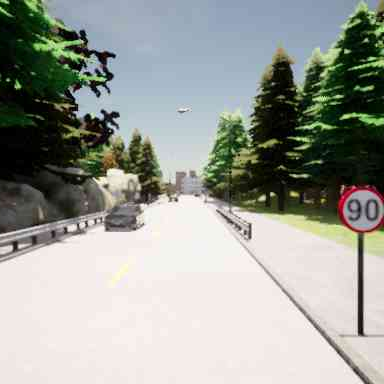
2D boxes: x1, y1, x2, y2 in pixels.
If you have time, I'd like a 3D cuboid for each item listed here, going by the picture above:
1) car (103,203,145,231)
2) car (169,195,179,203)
[{"bbox_3d":[-4.052,1.468,20.528,1.837,1.490,4.892,0,0,0],"label":"car"},{"bbox_3d":[-3.646,1.380,66.673,2.128,1.511,4.902,1,-1,0],"label":"car"}]
